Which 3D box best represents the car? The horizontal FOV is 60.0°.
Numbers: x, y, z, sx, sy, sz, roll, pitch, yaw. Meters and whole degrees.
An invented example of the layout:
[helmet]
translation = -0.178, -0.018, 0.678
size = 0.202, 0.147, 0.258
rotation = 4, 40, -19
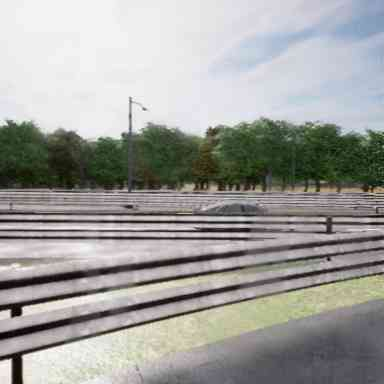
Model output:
[car]
translation = 2.446, 1.209, 15.541
size = 4.892, 1.490, 1.837
rotation = 1, 1, -3
